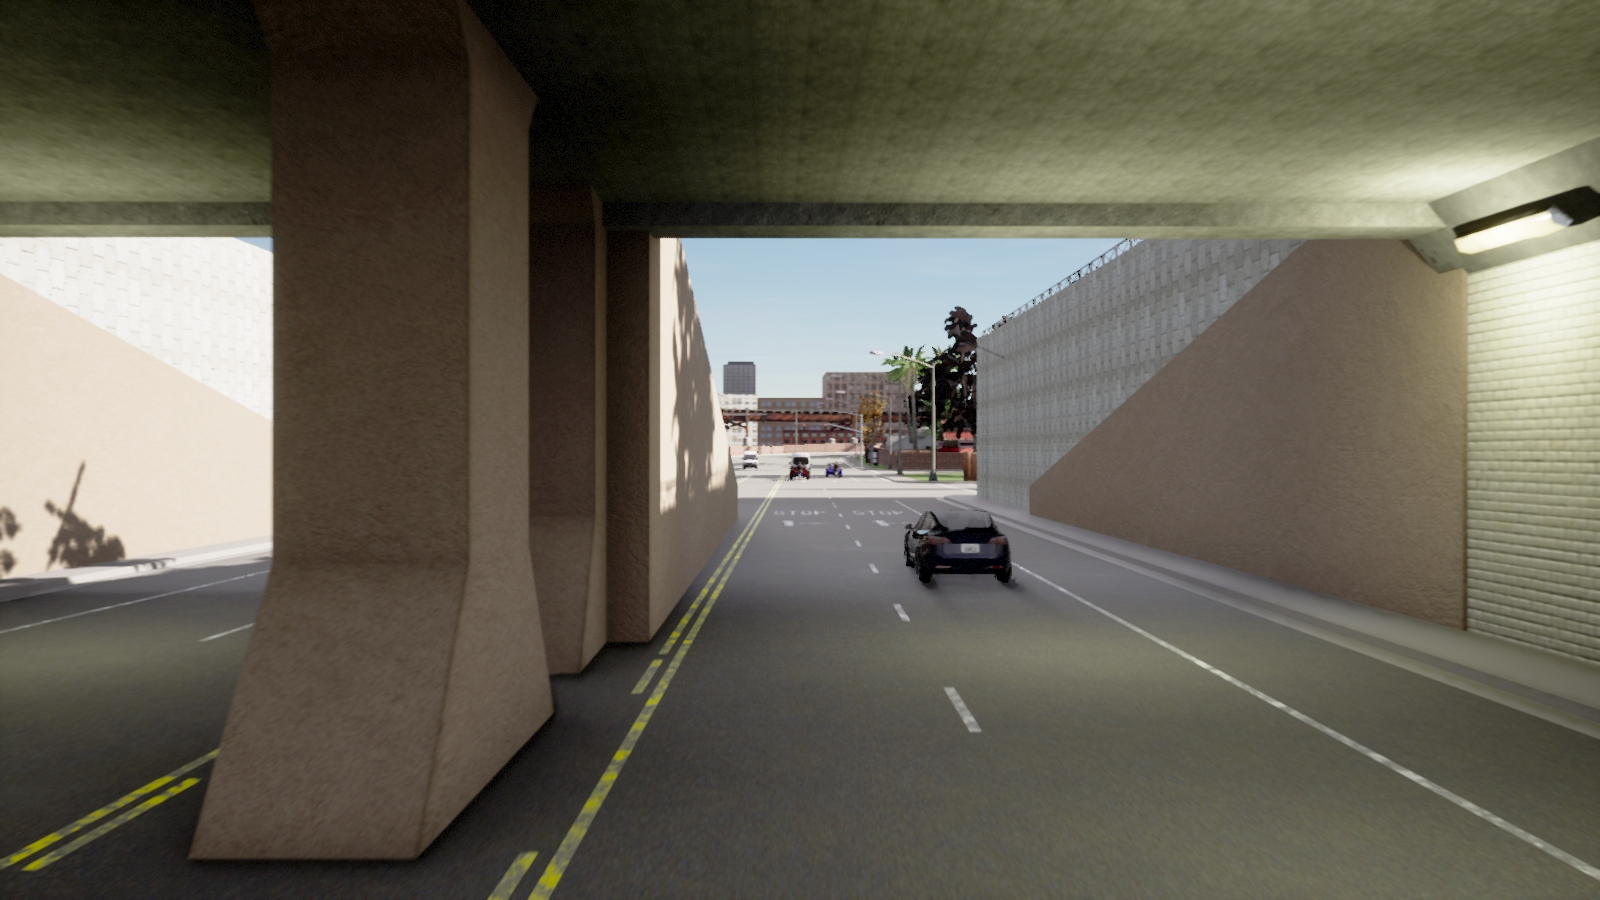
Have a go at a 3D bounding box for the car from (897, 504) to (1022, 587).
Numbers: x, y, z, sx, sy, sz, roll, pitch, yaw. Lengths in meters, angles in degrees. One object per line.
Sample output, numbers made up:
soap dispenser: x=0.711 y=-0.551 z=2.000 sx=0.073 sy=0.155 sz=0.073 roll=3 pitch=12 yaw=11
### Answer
car: x=3.462 y=2.063 z=25.751 sx=2.163 sy=1.488 sz=4.792 roll=0 pitch=0 yaw=0
